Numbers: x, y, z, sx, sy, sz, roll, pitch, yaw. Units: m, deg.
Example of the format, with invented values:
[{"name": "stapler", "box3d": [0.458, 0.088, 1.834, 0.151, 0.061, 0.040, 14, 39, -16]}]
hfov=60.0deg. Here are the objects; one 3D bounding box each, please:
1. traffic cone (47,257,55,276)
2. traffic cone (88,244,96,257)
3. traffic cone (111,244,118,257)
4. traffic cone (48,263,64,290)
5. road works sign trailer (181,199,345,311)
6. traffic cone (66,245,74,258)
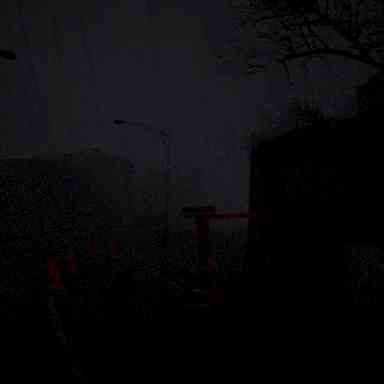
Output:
[{"name": "traffic cone", "box3d": [-4.658, 2.482, 11.130, 0.340, 0.580, 0.340, 4, -4, -26]}, {"name": "traffic cone", "box3d": [-4.646, 2.750, 15.594, 0.340, 0.580, 0.340, 4, -4, -26]}, {"name": "traffic cone", "box3d": [-3.751, 2.807, 16.036, 0.340, 0.580, 0.340, 4, -4, -26]}, {"name": "traffic cone", "box3d": [-3.768, 2.404, 9.340, 0.340, 0.580, 0.340, 3, -4, -26]}, {"name": "road works sign trailer", "box3d": [1.642, 1.424, 7.491, 3.560, 2.380, 2.880, -2, -1, -4]}, {"name": "traffic cone", "box3d": [-5.541, 2.693, 15.152, 0.340, 0.580, 0.340, 4, -4, -26]}]
